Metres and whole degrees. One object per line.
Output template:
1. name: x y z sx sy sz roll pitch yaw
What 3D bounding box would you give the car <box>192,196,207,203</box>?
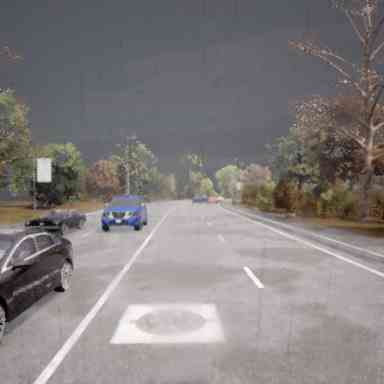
1. car: 1.428 1.640 77.187 2.097 1.767 4.553 0 0 11

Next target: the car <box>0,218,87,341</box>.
1. car: -3.707 1.502 6.123 2.128 1.511 4.902 0 0 -1

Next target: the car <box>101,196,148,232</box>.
1. car: -4.062 1.249 20.869 2.150 2.045 5.566 0 0 -1

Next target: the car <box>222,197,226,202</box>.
1. car: 7.383 1.833 87.059 1.812 1.442 4.674 0 0 19

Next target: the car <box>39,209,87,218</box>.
1. car: -7.510 1.637 18.725 1.895 1.301 4.718 0 0 -1

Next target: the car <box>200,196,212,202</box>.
1. car: 3.766 1.764 87.136 1.882 1.535 5.008 0 0 16

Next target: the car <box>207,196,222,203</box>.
1. car: 4.978 1.632 77.170 2.097 1.767 4.553 0 0 11
